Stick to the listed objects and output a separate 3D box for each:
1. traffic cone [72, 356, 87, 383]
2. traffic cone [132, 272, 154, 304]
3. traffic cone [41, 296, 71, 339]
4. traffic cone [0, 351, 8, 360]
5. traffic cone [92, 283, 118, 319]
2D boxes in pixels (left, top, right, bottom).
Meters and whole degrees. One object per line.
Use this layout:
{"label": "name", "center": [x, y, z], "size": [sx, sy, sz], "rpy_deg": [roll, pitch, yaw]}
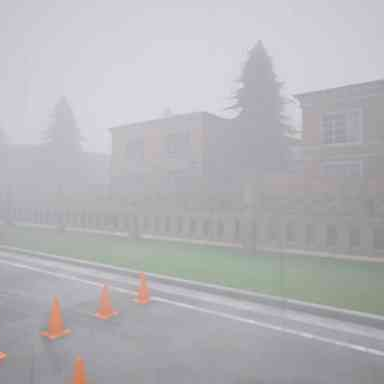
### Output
{"label": "traffic cone", "center": [-1.142, 1.968, 3.373], "size": [0.340, 0.580, 0.340], "rpy_deg": [0, 0, 36]}
{"label": "traffic cone", "center": [-1.022, 1.978, 6.977], "size": [0.340, 0.580, 0.340], "rpy_deg": [0, 0, 36]}
{"label": "traffic cone", "center": [-2.186, 1.977, 5.350], "size": [0.340, 0.580, 0.340], "rpy_deg": [0, 0, 36]}
{"label": "traffic cone", "center": [-2.768, 1.976, 4.537], "size": [0.340, 0.580, 0.340], "rpy_deg": [0, 0, 36]}
{"label": "traffic cone", "center": [-1.604, 1.978, 6.164], "size": [0.340, 0.580, 0.340], "rpy_deg": [0, 0, 36]}
